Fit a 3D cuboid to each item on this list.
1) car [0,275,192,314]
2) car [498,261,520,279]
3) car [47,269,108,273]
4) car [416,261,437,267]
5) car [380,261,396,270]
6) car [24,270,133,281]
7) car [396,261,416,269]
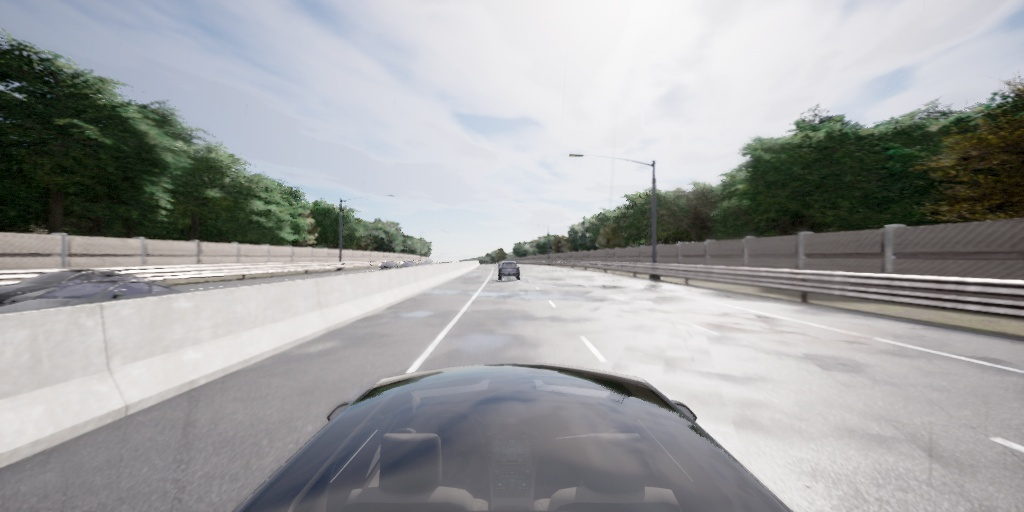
[{"bbox_3d":[-10.623,1.341,9.305,1.994,1.385,4.181,0,0,0],"label":"car"},{"bbox_3d":[-0.289,1.227,32.625,2.033,1.649,4.856,0,0,-2],"label":"car"},{"bbox_3d":[-17.662,1.298,14.420,1.837,1.490,4.892,0,0,0],"label":"car"},{"bbox_3d":[-11.511,1.409,49.532,1.812,1.442,4.674,0,0,-2],"label":"car"},{"bbox_3d":[-18.721,1.484,54.833,1.994,1.385,4.181,0,0,-2],"label":"car"},{"bbox_3d":[-14.145,1.350,12.375,1.994,1.385,4.181,0,0,0],"label":"car"},{"bbox_3d":[-15.146,1.470,52.997,1.994,1.385,4.181,0,0,-2],"label":"car"}]
